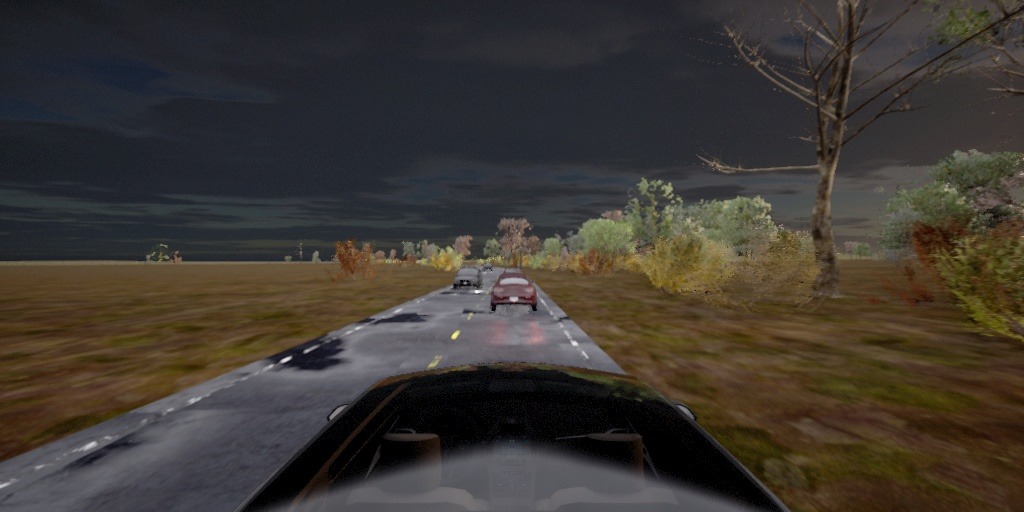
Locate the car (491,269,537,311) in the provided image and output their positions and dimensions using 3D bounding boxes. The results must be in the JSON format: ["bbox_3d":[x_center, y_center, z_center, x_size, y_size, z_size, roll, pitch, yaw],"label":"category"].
[{"bbox_3d":[0.084,1.459,15.563,1.812,1.442,4.674,0,-1,0],"label":"car"}]

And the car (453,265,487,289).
[{"bbox_3d":[-3.121,1.582,26.205,1.837,1.490,4.892,0,-1,0],"label":"car"}]
